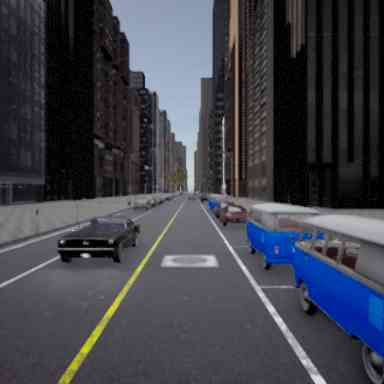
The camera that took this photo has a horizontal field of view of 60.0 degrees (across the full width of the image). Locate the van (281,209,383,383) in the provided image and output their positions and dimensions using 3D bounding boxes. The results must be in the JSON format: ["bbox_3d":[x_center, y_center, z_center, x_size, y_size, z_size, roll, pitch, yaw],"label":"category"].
[{"bbox_3d":[2.761,1.316,4.933,1.690,1.788,3.998,0,0,0],"label":"van"}]

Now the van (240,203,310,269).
[{"bbox_3d":[2.758,1.291,10.610,1.690,1.788,3.998,0,0,0],"label":"van"}]

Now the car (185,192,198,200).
[{"bbox_3d":[-0.037,1.217,77.998,2.033,1.411,5.357,0,0,0],"label":"car"}]

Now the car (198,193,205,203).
[{"bbox_3d":[2.732,1.059,61.707,2.192,1.841,5.009,0,0,0],"label":"car"}]

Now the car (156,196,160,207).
[{"bbox_3d":[-5.784,1.256,44.668,1.967,1.590,4.097,0,0,0],"label":"car"}]

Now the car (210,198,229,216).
[{"bbox_3d":[2.749,1.462,27.643,1.802,1.307,4.206,0,0,0],"label":"car"}]

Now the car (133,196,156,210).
[{"bbox_3d":[-5.781,1.389,38.991,2.008,1.369,4.403,0,0,0],"label":"car"}]

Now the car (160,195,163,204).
[{"bbox_3d":[-5.787,1.319,50.176,1.752,1.417,4.829,0,0,0],"label":"car"}]

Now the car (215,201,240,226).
[{"bbox_3d":[2.752,1.485,21.965,1.802,1.307,4.206,0,0,0],"label":"car"}]

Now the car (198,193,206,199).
[{"bbox_3d":[2.718,1.081,90.096,1.967,1.590,4.097,0,0,0],"label":"car"}]

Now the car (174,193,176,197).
[{"bbox_3d":[-5.804,1.209,84.410,1.887,1.381,4.507,0,0,0],"label":"car"}]

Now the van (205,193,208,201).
[{"bbox_3d":[2.744,1.176,38.998,1.690,1.788,3.998,0,0,0],"label":"van"}]

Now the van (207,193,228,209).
[{"bbox_3d":[2.746,1.198,33.320,1.690,1.788,3.998,0,0,0],"label":"van"}]

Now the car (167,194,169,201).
[{"bbox_3d":[-5.793,1.274,61.530,1.752,1.417,4.829,0,0,0],"label":"car"}]

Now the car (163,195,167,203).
[{"bbox_3d":[-5.790,1.336,56.024,1.947,1.339,4.313,0,0,0],"label":"car"}]

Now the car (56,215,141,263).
[{"bbox_3d":[-3.094,1.548,11.931,1.895,1.301,4.718,0,0,0],"label":"car"}]

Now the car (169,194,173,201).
[{"bbox_3d":[-5.799,1.249,73.055,1.887,1.381,4.507,0,0,0],"label":"car"}]
